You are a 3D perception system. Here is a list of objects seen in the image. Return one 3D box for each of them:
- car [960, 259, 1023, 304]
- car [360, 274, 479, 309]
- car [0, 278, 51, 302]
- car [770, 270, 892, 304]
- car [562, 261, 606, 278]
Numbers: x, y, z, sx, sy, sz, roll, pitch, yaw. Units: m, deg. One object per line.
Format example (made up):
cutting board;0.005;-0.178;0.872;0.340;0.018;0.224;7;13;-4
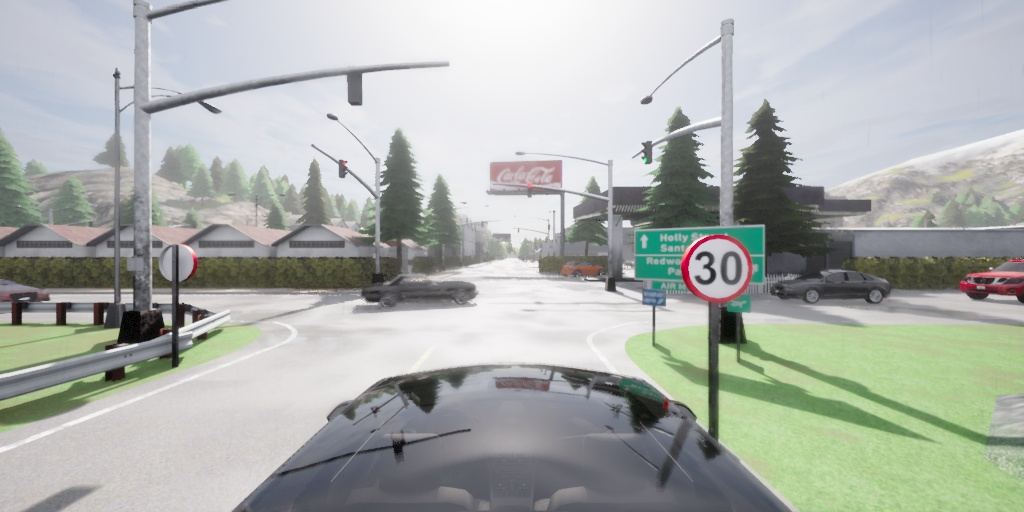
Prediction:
car;25.171;1.159;17.117;5.566;2.045;2.150;0;0;0
car;-3.860;1.421;15.287;4.718;1.301;1.895;0;0;-20
car;-21.017;1.503;14.030;4.181;1.385;1.994;0;0;1
car;15.201;1.443;17.248;4.892;1.490;1.837;0;0;1
car;7.485;1.288;37.136;4.553;1.767;2.097;0;0;-26
